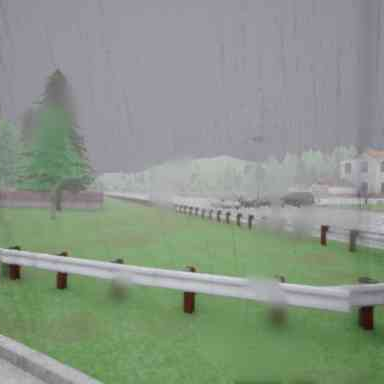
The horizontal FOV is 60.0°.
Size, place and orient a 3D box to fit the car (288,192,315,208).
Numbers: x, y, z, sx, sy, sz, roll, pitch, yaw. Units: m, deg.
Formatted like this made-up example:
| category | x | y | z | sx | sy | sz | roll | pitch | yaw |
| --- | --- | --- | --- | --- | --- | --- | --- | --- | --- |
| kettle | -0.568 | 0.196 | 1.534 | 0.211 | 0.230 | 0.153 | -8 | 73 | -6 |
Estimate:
| category | x | y | z | sx | sy | sz | roll | pitch | yaw |
| --- | --- | --- | --- | --- | --- | --- | --- | --- | --- |
| car | 13.544 | 1.025 | 43.319 | 2.150 | 2.045 | 5.566 | 0 | 0 | -20 |

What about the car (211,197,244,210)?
| category | x | y | z | sx | sy | sz | roll | pitch | yaw |
| --- | --- | --- | --- | --- | --- | --- | --- | --- | --- |
| car | 3.843 | 1.381 | 39.262 | 1.895 | 1.301 | 4.718 | 0 | 0 | -20 |

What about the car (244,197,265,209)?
| category | x | y | z | sx | sy | sz | roll | pitch | yaw |
| --- | --- | --- | --- | --- | --- | --- | --- | --- | --- |
| car | 6.730 | 1.306 | 41.543 | 1.812 | 1.442 | 4.674 | 0 | 0 | -20 |

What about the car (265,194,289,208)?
| category | x | y | z | sx | sy | sz | roll | pitch | yaw |
| --- | --- | --- | --- | --- | --- | --- | --- | --- | --- |
| car | 10.013 | 1.315 | 42.756 | 1.812 | 1.442 | 4.674 | 0 | 0 | -20 |
